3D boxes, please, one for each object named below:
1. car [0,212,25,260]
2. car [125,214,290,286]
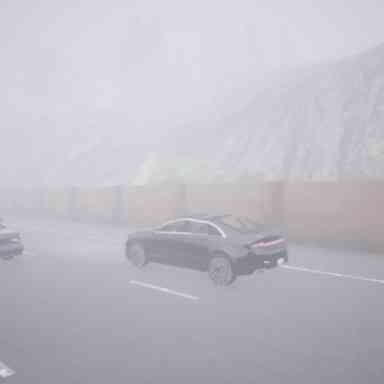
[{"bbox_3d":[-7.500,1.514,11.056,5.357,1.411,2.033,0,1,41],"label":"car"},{"bbox_3d":[0.160,1.346,9.014,4.902,1.511,2.128,0,1,41],"label":"car"}]
